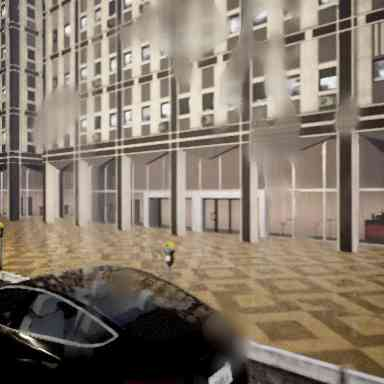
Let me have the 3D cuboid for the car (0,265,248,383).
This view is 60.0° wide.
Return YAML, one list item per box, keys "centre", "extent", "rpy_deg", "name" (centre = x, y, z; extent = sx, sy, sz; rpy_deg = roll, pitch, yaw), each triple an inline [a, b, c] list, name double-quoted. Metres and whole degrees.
- centre: [-1.458, 1.565, 3.919]
  extent: [4.313, 1.339, 1.947]
  rpy_deg: [0, 0, 35]
  name: "car"
